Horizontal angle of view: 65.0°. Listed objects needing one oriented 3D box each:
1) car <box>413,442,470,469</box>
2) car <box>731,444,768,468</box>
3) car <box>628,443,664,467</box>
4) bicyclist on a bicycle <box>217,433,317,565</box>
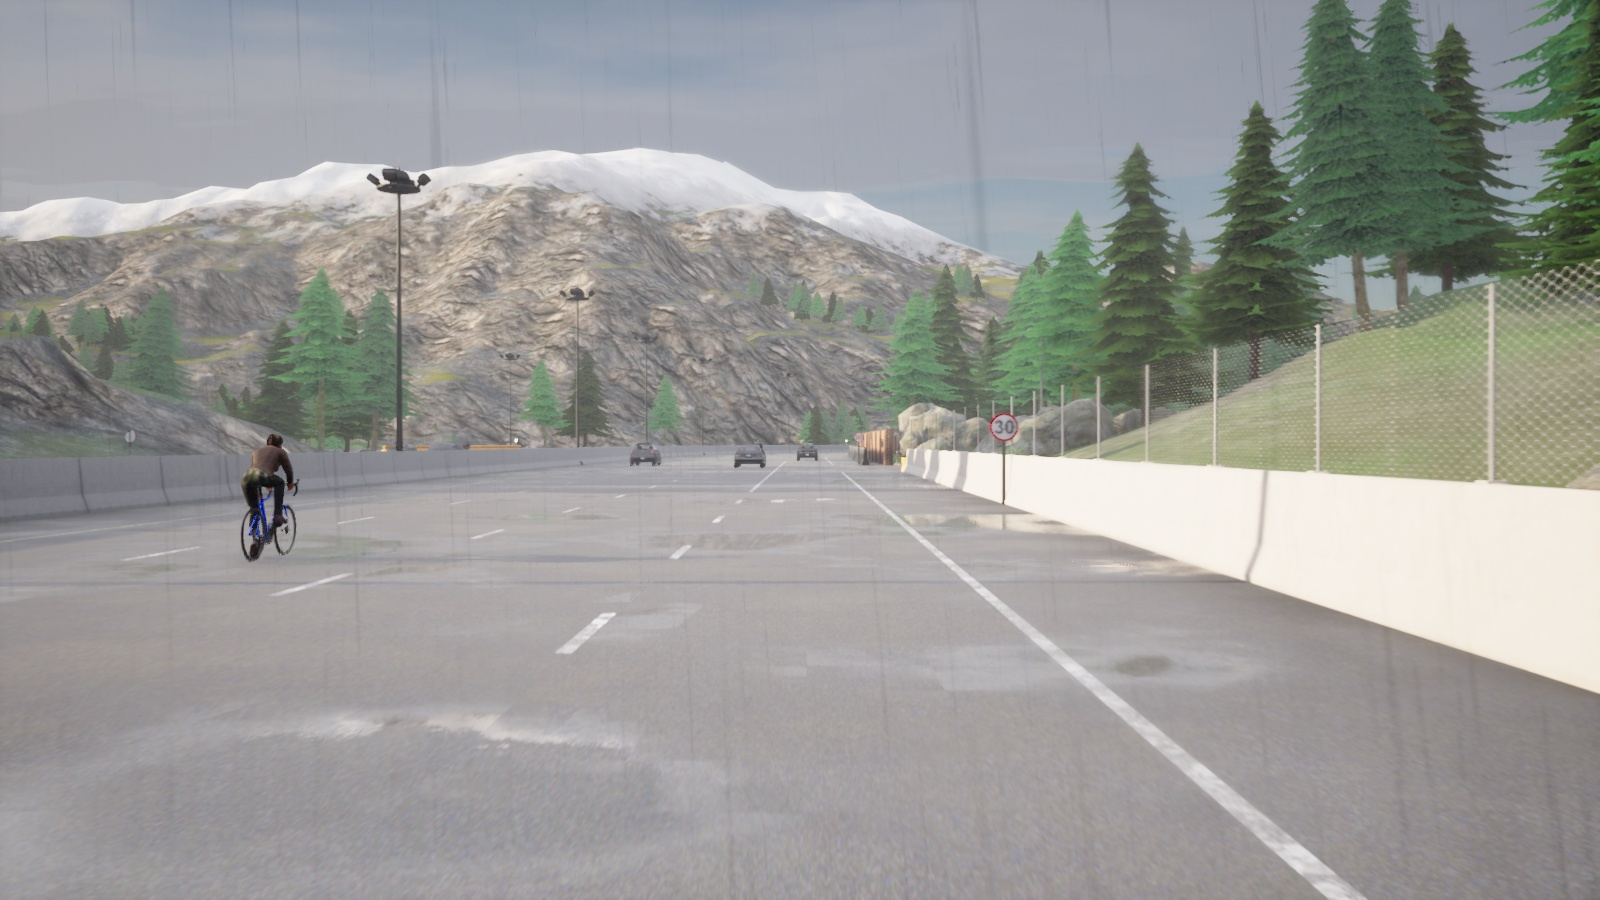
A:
[{"bbox_3d":[-20.574,0.330,72.221,1.837,1.490,4.892,0,0,0],"label":"car"},{"bbox_3d":[-3.045,0.356,77.334,2.033,1.411,5.357,0,0,0],"label":"car"},{"bbox_3d":[-10.019,0.291,81.994,1.845,1.501,3.633,0,0,0],"label":"car"},{"bbox_3d":[-6.892,0.602,16.304,0.582,1.620,1.656,0,0,0],"label":"bicyclist on a bicycle"}]
